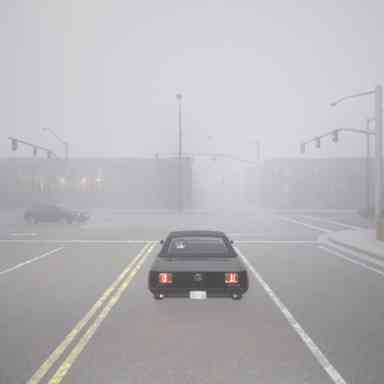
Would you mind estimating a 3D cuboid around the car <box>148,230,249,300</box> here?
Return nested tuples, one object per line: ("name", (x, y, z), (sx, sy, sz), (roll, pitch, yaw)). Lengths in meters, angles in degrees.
("car", (0.122, 1.601, 8.321), (1.895, 1.301, 4.718), (0, 0, 0))

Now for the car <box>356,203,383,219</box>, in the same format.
("car", (16.895, 1.601, 28.735), (4.718, 1.301, 1.895), (0, 0, 0))

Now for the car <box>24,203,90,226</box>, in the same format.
("car", (-9.649, 1.553, 23.798), (4.892, 1.490, 1.837), (-3, -1, 18))
